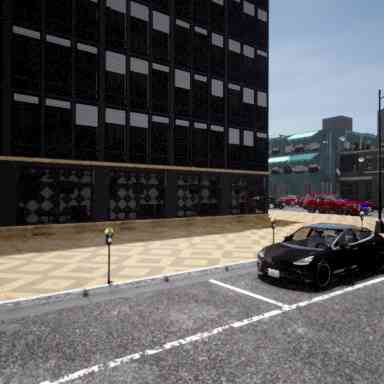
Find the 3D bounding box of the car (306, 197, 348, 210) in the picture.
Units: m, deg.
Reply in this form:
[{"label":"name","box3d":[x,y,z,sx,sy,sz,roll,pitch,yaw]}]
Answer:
[{"label":"car","box3d":[15.711,1.341,38.801,1.802,1.307,4.206,1,0,-36]}]

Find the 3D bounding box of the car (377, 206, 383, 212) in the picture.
[{"label":"car","box3d":[18.995,1.372,34.333,1.887,1.381,4.507,1,0,-36]}]

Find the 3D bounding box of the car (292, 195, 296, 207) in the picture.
[{"label":"car","box3d":[12.428,1.130,43.272,1.967,1.590,4.097,1,0,-36]}]

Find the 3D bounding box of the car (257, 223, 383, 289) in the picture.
[{"label":"car","box3d":[3.725,1.566,9.213,4.313,1.339,1.947,0,0,-36]}]

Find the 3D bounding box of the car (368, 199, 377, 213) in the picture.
[{"label":"car","box3d":[14.210,1.322,31.047,1.812,1.442,4.674,0,1,-38]}]

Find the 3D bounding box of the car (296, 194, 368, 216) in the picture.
[{"label":"car","box3d":[12.247,1.101,29.371,2.192,1.841,5.009,1,0,-36]}]

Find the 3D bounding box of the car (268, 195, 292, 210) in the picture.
[{"label":"car","box3d":[8.707,1.186,38.542,1.837,1.490,4.892,0,1,-36]}]
